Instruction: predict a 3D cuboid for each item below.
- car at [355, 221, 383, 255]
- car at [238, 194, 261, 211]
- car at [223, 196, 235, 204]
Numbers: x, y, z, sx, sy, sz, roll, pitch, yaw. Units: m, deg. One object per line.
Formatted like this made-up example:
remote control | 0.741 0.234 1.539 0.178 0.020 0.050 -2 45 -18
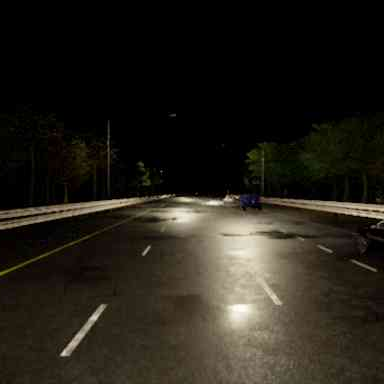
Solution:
car | 7.001 1.495 10.477 2.128 1.511 4.902 0 0 0
car | 7.056 1.256 40.911 2.150 2.045 5.566 0 0 0
car | 7.161 1.587 64.874 1.812 1.442 4.674 0 0 0
